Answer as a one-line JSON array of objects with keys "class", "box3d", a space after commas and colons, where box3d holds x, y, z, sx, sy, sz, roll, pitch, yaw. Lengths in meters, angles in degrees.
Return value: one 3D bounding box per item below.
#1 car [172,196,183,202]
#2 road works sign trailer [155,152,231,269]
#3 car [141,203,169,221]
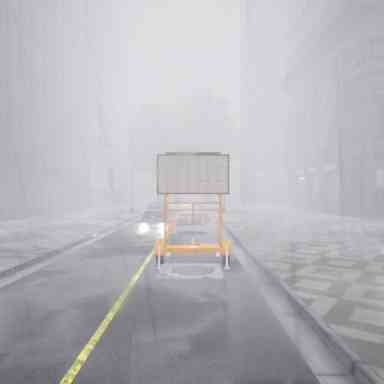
[{"class": "car", "box3d": [-2.812, 1.626, 65.358, 1.837, 1.490, 4.892, 0, 0, 0]}, {"class": "road works sign trailer", "box3d": [0.033, 0.476, 11.168, 2.380, 3.560, 2.880, 0, 0, 0]}, {"class": "car", "box3d": [-3.023, 1.639, 27.821, 1.895, 1.301, 4.718, 0, 0, 0]}]
